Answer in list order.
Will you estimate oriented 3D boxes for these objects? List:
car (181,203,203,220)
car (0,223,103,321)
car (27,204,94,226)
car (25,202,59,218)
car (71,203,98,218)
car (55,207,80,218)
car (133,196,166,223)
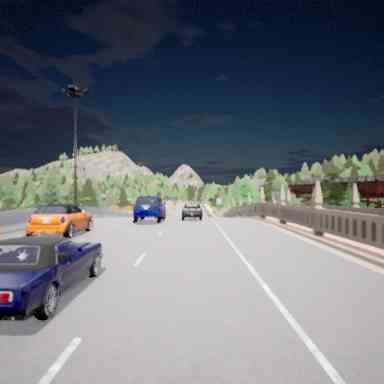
[{"bbox_3d":[0.020,1.778,30.649,2.128,1.511,4.902,0,-2,0],"label":"car"},{"bbox_3d":[-3.400,1.618,7.265,1.895,1.301,4.718,0,0,0],"label":"car"},{"bbox_3d":[-6.899,1.392,17.839,2.097,1.767,4.553,0,0,0],"label":"car"},{"bbox_3d":[-21.064,2.646,46.914,2.150,2.045,5.566,0,-6,0],"label":"car"},{"bbox_3d":[-14.065,2.482,43.841,2.097,1.767,4.553,0,-5,0],"label":"car"},{"bbox_3d":[-17.565,2.974,47.118,1.812,1.442,4.674,0,-6,0],"label":"car"},{"bbox_3d":[-3.386,1.368,27.176,2.150,2.045,5.566,0,-1,0],"label":"car"}]
